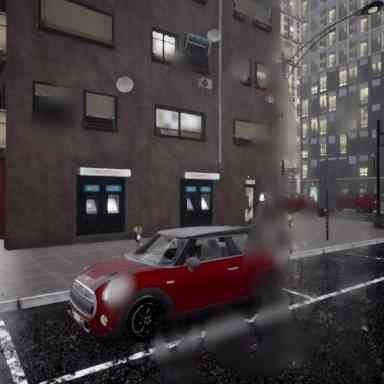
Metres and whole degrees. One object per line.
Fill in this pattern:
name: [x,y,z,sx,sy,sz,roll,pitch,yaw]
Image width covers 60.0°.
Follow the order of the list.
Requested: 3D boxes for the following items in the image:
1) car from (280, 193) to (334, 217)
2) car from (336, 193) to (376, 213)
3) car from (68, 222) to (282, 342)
car: [8.680,1.010,27.326,2.192,1.841,5.009,2,0,-36]
car: [15.424,1.030,32.300,2.192,1.841,5.009,1,0,-36]
car: [-0.197,1.440,6.415,4.097,1.590,1.967,0,0,-35]
